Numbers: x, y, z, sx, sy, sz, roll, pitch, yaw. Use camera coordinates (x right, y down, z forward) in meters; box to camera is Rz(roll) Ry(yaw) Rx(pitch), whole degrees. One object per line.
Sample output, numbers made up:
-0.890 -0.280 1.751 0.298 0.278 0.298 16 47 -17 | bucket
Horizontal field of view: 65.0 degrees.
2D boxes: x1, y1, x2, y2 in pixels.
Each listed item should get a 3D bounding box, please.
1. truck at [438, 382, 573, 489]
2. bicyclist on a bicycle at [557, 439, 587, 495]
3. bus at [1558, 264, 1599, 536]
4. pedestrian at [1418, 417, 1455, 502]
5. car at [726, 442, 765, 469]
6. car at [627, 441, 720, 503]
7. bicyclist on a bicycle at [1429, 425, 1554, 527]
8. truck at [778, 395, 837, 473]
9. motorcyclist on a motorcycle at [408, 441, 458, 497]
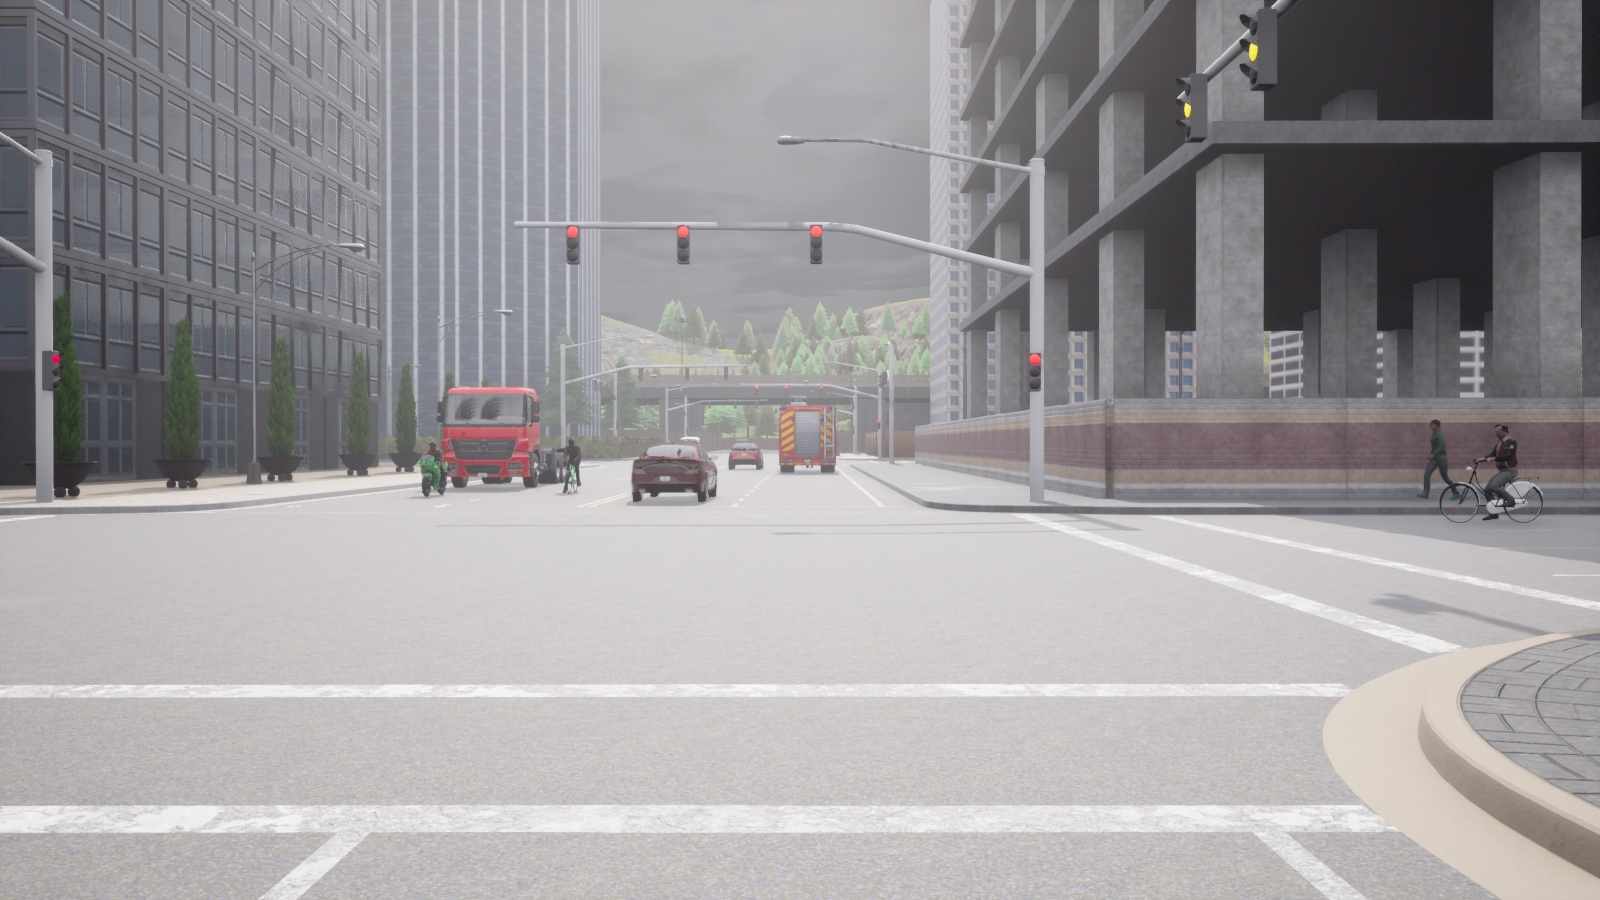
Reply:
-10.232 -0.495 44.546 2.891 3.462 7.936 0 0 0 | truck
-6.770 0.483 37.359 0.582 1.620 1.656 0 1 0 | bicyclist on a bicycle
17.662 -0.777 18.774 10.273 4.253 3.944 0 0 0 | bus
14.025 0.206 27.678 0.614 1.847 0.353 0 0 -1 | pedestrian
-3.074 0.288 71.449 2.007 1.525 4.514 0 0 0 | car
-3.274 0.533 33.476 1.882 1.535 5.008 0 0 1 | car
12.256 0.446 22.293 1.843 1.776 0.659 0 0 0 | bicyclist on a bicycle
0.394 -0.789 65.806 2.891 3.827 8.468 0 0 0 | truck
-10.282 0.521 35.276 0.797 1.523 2.044 0 0 0 | motorcyclist on a motorcycle
